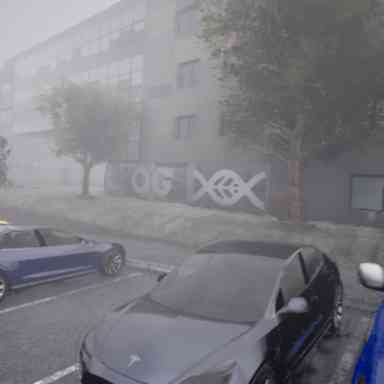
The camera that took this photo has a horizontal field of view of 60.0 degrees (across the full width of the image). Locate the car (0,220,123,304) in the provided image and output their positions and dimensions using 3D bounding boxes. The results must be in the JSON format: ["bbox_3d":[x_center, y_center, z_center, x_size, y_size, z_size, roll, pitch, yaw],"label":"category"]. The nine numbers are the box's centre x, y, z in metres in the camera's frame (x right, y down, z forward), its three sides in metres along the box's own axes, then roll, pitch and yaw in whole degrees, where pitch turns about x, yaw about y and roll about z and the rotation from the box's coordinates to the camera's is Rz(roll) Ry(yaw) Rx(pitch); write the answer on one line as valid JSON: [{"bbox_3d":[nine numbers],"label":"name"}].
[{"bbox_3d":[-3.772,1.496,8.008,2.163,1.488,4.792,0,0,35],"label":"car"}]

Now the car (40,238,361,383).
[{"bbox_3d":[0.742,1.507,4.716,2.163,1.488,4.792,0,0,35],"label":"car"}]
